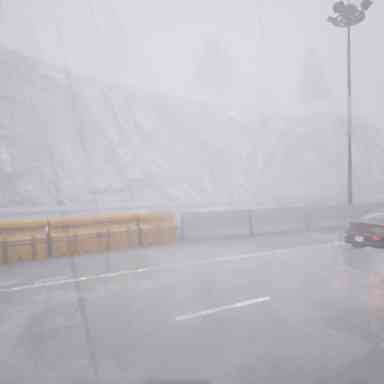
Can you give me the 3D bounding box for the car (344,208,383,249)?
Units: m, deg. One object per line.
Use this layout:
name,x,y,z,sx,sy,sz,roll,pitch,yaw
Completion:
car,7.312,1.244,11.436,4.674,1.442,1.812,-1,1,-26
